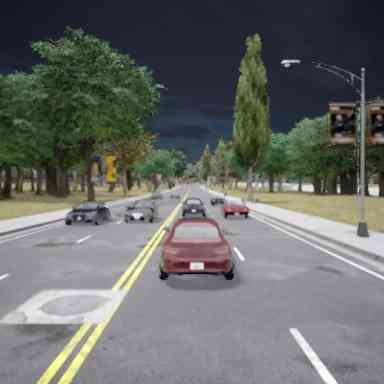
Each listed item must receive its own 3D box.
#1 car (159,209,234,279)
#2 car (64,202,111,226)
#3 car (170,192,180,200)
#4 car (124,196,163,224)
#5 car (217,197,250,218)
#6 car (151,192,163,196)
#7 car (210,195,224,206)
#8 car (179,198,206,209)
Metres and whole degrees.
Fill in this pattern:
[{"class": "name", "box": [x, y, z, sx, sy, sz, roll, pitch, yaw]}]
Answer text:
[{"class": "car", "box": [0.111, 1.461, 9.700, 1.812, 1.442, 4.674, 0, 1, 0]}, {"class": "car", "box": [-6.574, 1.348, 21.353, 1.994, 1.385, 4.181, 0, 1, 0]}, {"class": "car", "box": [-3.202, 0.692, 63.458, 1.812, 1.442, 4.674, 0, 1, 1]}, {"class": "car", "box": [-3.322, 1.259, 22.596, 2.128, 1.511, 4.902, 0, 1, 0]}, {"class": "car", "box": [3.331, 1.312, 26.664, 1.895, 1.301, 4.718, 0, 1, 1]}, {"class": "car", "box": [-6.459, 0.702, 61.672, 1.837, 1.490, 4.892, 0, 1, 1]}, {"class": "car", "box": [3.361, 1.071, 43.744, 1.895, 1.301, 4.718, 0, 1, 1]}, {"class": "car", "box": [0.145, 1.225, 27.426, 1.812, 1.442, 4.674, 0, 1, 0]}]
